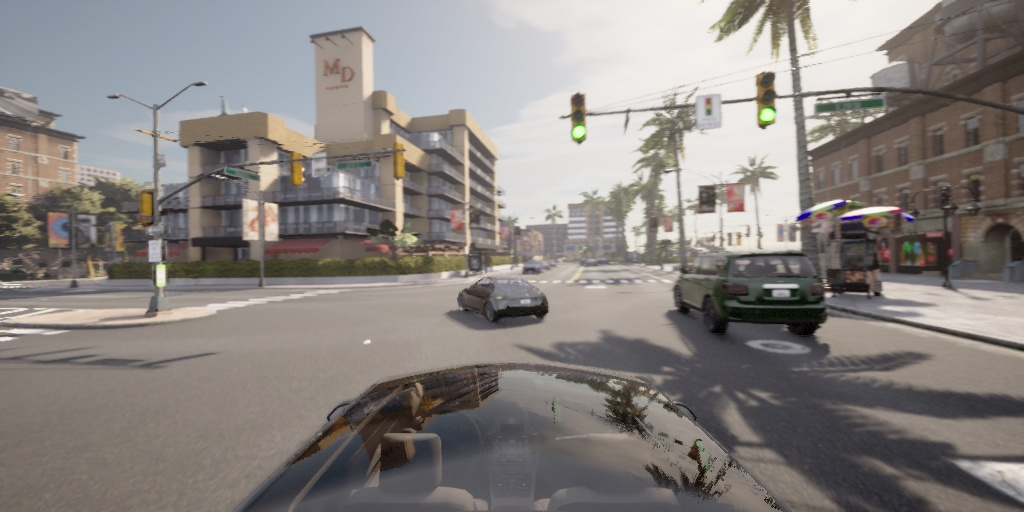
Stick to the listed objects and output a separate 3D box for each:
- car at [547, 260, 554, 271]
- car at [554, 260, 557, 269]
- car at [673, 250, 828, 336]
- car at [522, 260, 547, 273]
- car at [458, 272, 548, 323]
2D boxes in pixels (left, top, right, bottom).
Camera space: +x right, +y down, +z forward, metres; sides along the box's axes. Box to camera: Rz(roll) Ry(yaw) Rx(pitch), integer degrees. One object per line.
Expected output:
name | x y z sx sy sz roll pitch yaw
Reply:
car | 4.678 1.422 52.559 1.812 1.442 4.674 -1 0 12
car | 6.822 1.403 62.381 1.837 1.490 4.892 -1 0 12
car | 6.247 0.881 10.181 2.150 2.045 5.566 -1 0 12
car | 2.562 1.246 42.904 2.097 1.767 4.553 -1 0 12
car | -0.464 1.376 12.675 1.994 1.385 4.181 -1 0 -26
